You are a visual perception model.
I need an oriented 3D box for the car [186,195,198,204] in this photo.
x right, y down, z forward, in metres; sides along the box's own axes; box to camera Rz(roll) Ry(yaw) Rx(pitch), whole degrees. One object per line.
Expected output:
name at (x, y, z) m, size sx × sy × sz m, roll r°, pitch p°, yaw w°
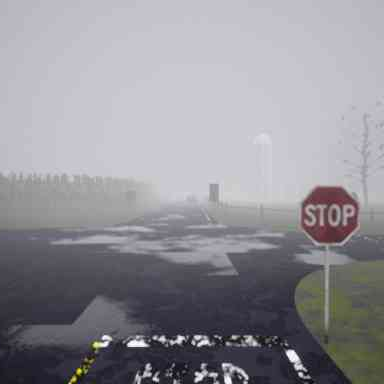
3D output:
car at (0.052, 1.337, 61.525) m, size 2.097 × 1.767 × 4.553 m, roll 0°, pitch 0°, yaw 0°

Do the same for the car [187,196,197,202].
car at (-0.006, 1.515, 71.578) m, size 1.895 × 1.301 × 4.718 m, roll 0°, pitch 0°, yaw 0°
